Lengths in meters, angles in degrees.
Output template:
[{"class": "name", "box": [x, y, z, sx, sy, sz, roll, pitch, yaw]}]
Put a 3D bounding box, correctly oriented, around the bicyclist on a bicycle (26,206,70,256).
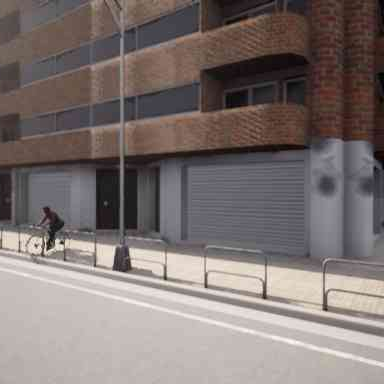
[{"class": "bicyclist on a bicycle", "box": [-4.751, 1.283, 11.119, 0.582, 1.620, 1.656, 0, -2, 33]}]
